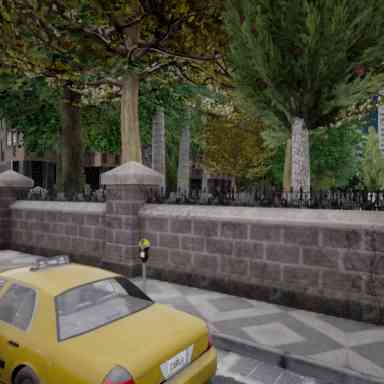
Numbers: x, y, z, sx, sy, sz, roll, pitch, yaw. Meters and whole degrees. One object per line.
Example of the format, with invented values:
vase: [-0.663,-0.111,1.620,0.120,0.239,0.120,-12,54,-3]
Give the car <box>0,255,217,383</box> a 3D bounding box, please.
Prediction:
car: [-2.014,1.525,4.395,4.829,1.417,1.752,0,0,35]
